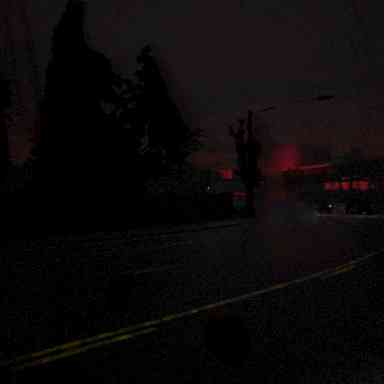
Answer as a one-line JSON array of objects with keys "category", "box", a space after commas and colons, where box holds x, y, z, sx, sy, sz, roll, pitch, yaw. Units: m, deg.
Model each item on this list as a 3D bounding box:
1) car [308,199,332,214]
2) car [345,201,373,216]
[{"category": "car", "box": [14.966, 1.613, 39.033, 2.097, 1.767, 4.553, -1, -1, 11]}, {"category": "car", "box": [17.921, 1.730, 35.878, 2.033, 1.411, 5.357, -1, -1, 14]}]
